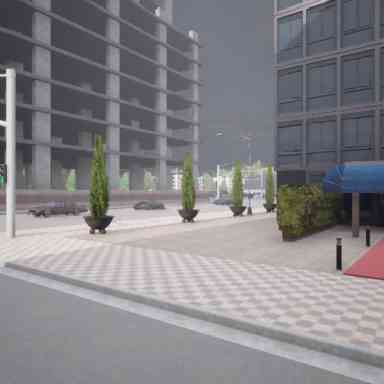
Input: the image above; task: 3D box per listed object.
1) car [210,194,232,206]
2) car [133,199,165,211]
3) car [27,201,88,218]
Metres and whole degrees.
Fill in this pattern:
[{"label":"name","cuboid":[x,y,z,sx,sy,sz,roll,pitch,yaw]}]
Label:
[{"label":"car","cuboid":[5.425,1.548,55.184,2.033,1.411,5.357,0,0,37]},{"label":"car","cuboid":[-5.220,1.564,40.672,1.994,1.385,4.181,0,0,36]},{"label":"car","cuboid":[-12.334,1.547,30.894,2.033,1.411,5.357,0,0,36]}]
